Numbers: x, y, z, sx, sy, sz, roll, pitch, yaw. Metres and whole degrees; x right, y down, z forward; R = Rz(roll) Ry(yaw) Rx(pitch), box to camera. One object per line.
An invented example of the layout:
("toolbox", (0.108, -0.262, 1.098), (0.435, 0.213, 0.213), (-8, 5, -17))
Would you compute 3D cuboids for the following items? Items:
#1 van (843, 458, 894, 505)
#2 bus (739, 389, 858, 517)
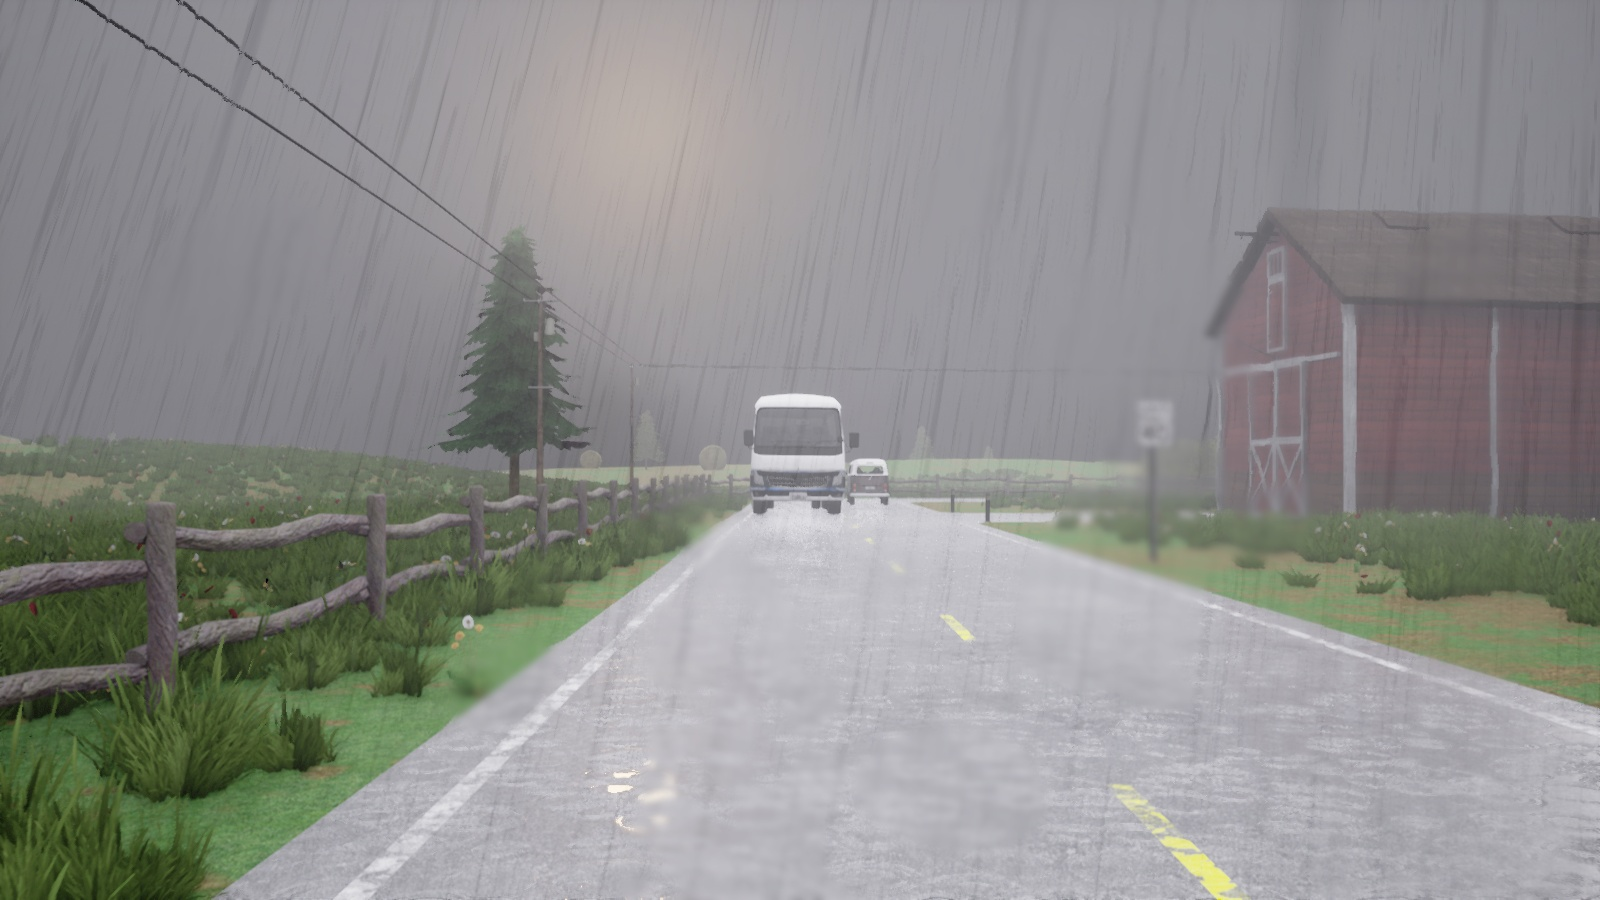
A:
("van", (3.074, 1.390, 57.027), (2.069, 2.038, 4.480), (0, -1, 0))
("bus", (-0.188, 0.147, 46.798), (3.944, 4.253, 10.273), (0, -1, -2))
